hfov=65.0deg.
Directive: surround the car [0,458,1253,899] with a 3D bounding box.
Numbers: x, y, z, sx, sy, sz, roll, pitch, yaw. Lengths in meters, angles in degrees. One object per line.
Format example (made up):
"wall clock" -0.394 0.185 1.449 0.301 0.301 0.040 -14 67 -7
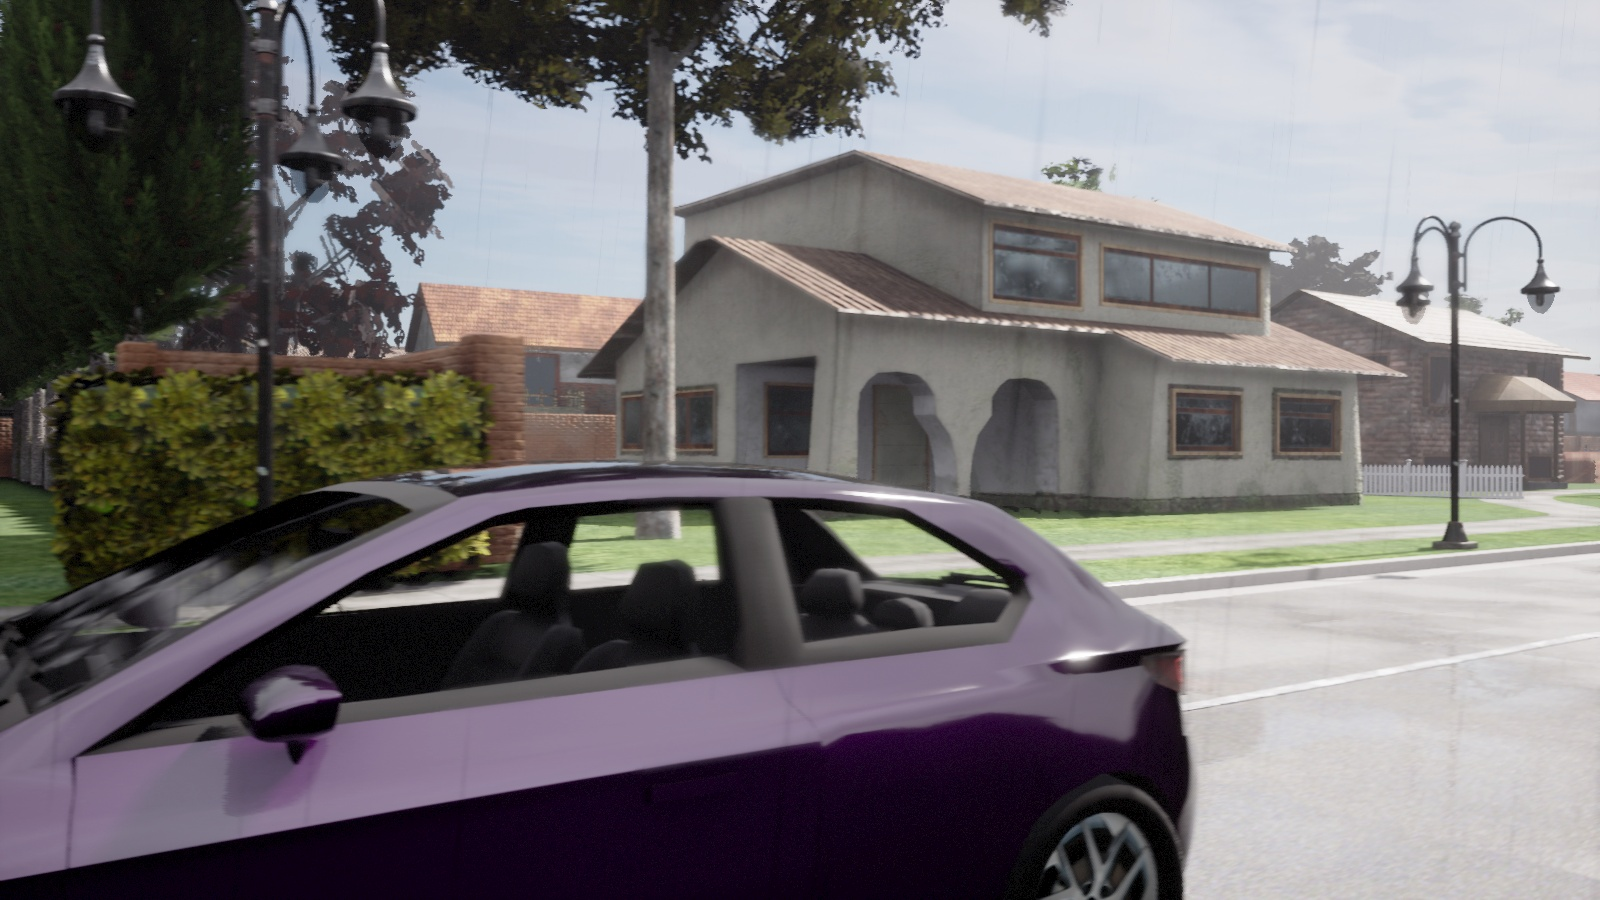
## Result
"car" -1.013 0.768 2.954 4.193 1.474 1.816 0 0 -35
